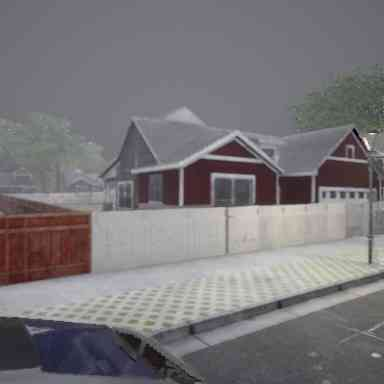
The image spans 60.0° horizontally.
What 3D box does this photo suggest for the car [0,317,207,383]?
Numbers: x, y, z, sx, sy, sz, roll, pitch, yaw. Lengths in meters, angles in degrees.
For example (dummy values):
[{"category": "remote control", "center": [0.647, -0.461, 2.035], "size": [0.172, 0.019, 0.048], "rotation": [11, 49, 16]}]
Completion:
[{"category": "car", "center": [-1.808, 1.562, 1.708], "size": [4.181, 1.385, 1.994], "rotation": [0, 0, -35]}]
